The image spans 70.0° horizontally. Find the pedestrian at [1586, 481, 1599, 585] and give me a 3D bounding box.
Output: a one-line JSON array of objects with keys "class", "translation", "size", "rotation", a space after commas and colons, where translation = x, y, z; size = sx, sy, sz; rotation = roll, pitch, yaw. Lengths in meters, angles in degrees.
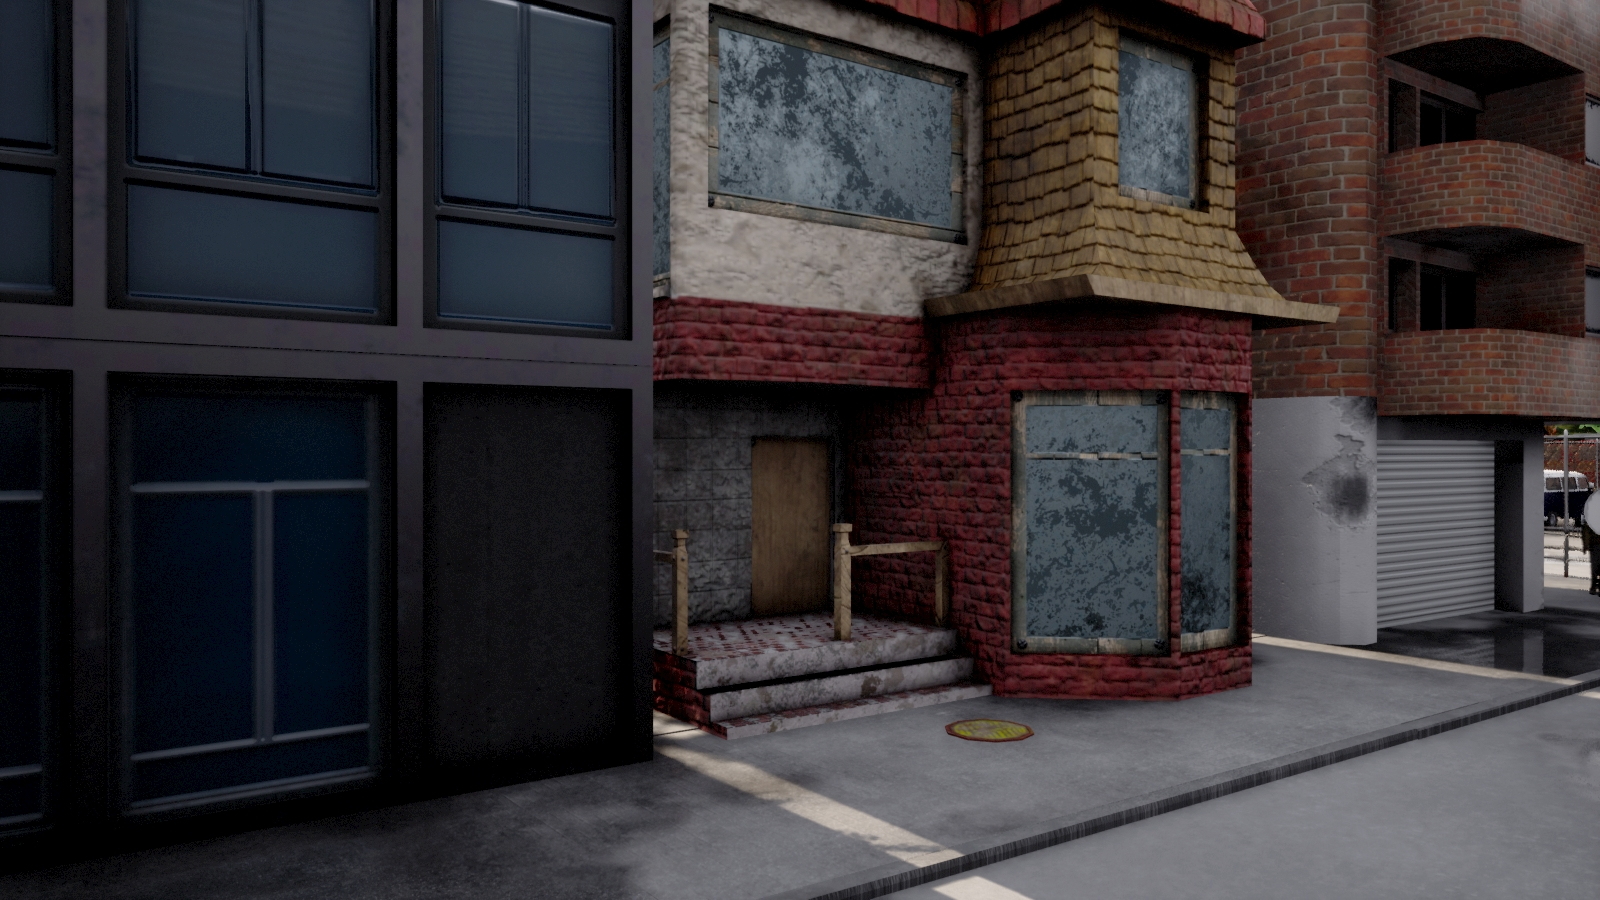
[{"class": "pedestrian", "translation": [14.547, 1.506, 20.787], "size": [0.375, 1.860, 0.375], "rotation": [0, 0, 30]}]
